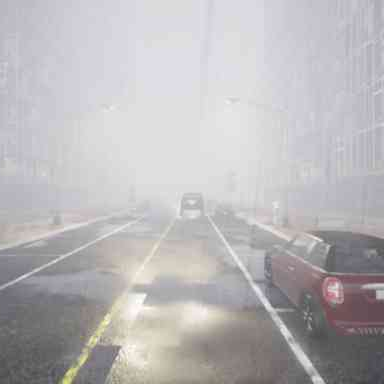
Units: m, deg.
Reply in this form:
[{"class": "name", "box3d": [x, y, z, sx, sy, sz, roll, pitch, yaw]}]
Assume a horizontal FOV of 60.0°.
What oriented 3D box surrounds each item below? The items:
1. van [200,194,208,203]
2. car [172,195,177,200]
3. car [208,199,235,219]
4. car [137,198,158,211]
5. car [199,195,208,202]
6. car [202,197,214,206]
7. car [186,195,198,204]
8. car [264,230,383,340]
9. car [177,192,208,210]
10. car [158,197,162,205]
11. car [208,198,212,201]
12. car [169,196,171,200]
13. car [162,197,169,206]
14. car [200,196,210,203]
[{"class": "van", "box3d": [2.753, 1.412, 74.874, 1.690, 1.788, 3.998, 0, 0, 0]}, {"class": "car", "box3d": [-2.939, 1.425, 77.376, 1.837, 1.490, 4.892, 0, 0, 0]}, {"class": "car", "box3d": [2.716, 1.591, 29.334, 1.887, 1.381, 4.507, 0, 0, 0]}, {"class": "car", "box3d": [-5.656, 1.602, 40.732, 1.887, 1.381, 4.507, 0, 0, 0]}, {"class": "car", "box3d": [2.757, 1.511, 80.565, 1.967, 1.590, 4.097, 0, 0, 0]}, {"class": "car", "box3d": [2.739, 1.633, 57.796, 1.947, 1.339, 4.313, 0, 0, 0]}, {"class": "car", "box3d": [0.049, 1.311, 60.775, 2.128, 1.511, 4.902, 0, 0, 0]}, {"class": "car", "box3d": [2.697, 1.452, 6.564, 1.967, 1.590, 4.097, 0, 0, 0]}, {"class": "car", "box3d": [0.024, 0.990, 30.074, 2.150, 2.045, 5.566, 0, 0, 0]}, {"class": "car", "box3d": [-5.651, 1.643, 46.426, 1.802, 1.307, 4.206, 0, 0, 0]}, {"class": "car", "box3d": [2.729, 1.626, 46.411, 1.947, 1.339, 4.313, 0, 0, 0]}, {"class": "car", "box3d": [-5.638, 1.636, 63.503, 1.947, 1.339, 4.313, 0, 0, 0]}, {"class": "car", "box3d": [-5.642, 1.612, 57.810, 1.887, 1.381, 4.507, 0, 0, 0]}, {"class": "car", "box3d": [2.748, 1.636, 69.180, 1.947, 1.339, 4.313, 0, 0, 0]}]
